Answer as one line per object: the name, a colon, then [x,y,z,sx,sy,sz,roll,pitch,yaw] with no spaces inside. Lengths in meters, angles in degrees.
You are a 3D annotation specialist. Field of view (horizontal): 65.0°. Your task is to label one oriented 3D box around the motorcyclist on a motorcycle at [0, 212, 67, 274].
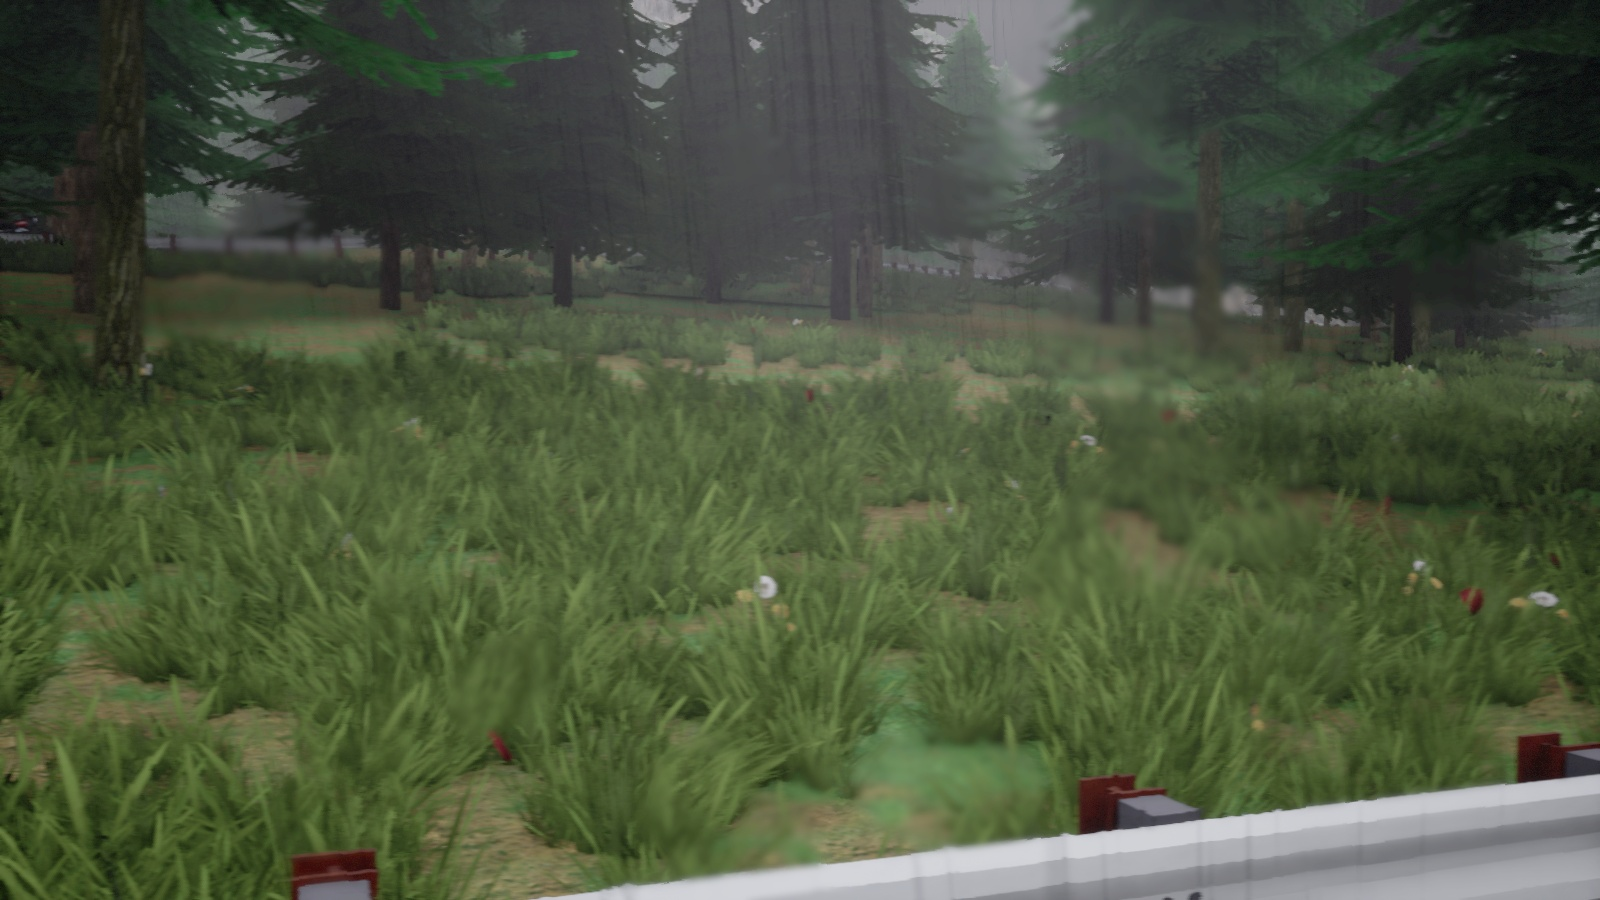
motorcyclist on a motorcycle: [-22.503,-5.944,36.041,2.350,1.649,0.766,-5,3,-26]
